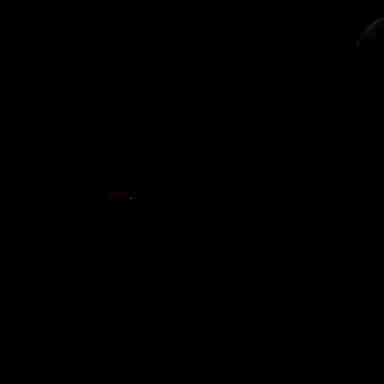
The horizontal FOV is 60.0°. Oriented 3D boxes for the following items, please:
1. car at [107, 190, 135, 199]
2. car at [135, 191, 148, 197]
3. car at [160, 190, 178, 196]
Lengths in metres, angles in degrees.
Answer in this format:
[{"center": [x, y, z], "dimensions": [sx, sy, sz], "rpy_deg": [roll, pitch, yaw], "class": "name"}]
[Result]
[{"center": [-13.729, 0.398, 62.796], "dimensions": [2.097, 1.767, 4.553], "rpy_deg": [0, 1, 35], "class": "car"}, {"center": [-11.589, 0.462, 70.611], "dimensions": [2.033, 1.411, 5.357], "rpy_deg": [0, 1, 35], "class": "car"}, {"center": [-5.070, 0.194, 75.096], "dimensions": [1.882, 1.535, 5.008], "rpy_deg": [0, 1, 35], "class": "car"}]
